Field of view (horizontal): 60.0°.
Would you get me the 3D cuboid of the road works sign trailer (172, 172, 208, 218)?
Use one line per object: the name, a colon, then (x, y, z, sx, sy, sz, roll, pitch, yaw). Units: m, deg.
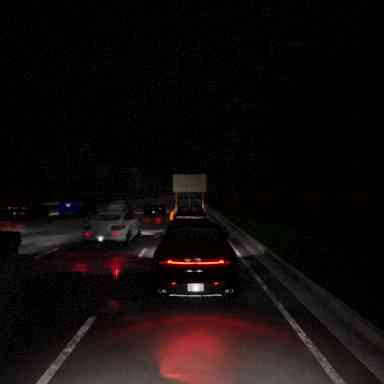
road works sign trailer: (-0.174, 0.464, 22.782, 2.380, 3.560, 2.880, 0, 0, -3)

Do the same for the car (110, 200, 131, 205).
car: (-7.152, 1.525, 32.917, 1.812, 1.442, 4.674, 0, 0, 0)

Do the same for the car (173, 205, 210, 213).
car: (-0.052, 1.488, 18.912, 2.128, 1.511, 4.902, 0, 0, 1)

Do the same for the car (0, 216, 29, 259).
car: (-6.953, 1.601, 9.728, 1.895, 1.301, 4.718, 0, 0, 0)

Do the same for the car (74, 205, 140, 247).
car: (-3.495, 1.525, 14.969, 1.812, 1.442, 4.674, 0, 0, 0)

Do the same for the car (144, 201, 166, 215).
car: (-3.650, 1.601, 33.704, 1.895, 1.301, 4.718, 0, 0, 0)

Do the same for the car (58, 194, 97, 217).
car: (-10.629, 1.224, 31.179, 2.150, 2.045, 5.566, 0, 0, 0)

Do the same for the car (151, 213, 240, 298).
car: (0.052, 1.505, 8.525, 1.837, 1.490, 4.892, 0, 0, 0)

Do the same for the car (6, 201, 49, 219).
car: (-14.110, 1.491, 28.915, 2.128, 1.511, 4.902, 0, 0, 0)
